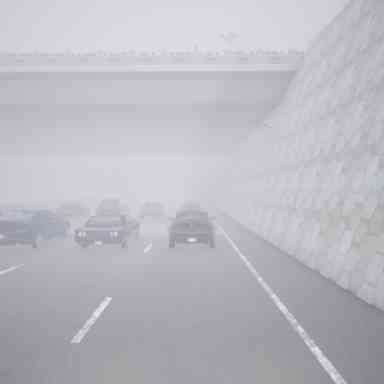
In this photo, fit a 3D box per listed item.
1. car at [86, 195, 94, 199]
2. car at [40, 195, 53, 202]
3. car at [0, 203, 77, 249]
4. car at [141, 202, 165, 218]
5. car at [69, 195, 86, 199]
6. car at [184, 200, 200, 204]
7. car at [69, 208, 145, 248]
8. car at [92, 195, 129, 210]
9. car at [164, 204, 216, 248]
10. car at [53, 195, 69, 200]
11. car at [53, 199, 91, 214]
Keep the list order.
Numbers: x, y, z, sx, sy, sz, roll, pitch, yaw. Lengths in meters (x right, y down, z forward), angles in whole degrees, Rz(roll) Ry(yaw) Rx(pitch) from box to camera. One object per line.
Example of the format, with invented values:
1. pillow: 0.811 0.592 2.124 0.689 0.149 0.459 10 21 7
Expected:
1. car: -20.968 1.451 72.931 1.837 1.490 4.892 0 0 0
2. car: -31.468 1.451 72.942 1.837 1.490 4.892 0 0 0
3. car: -7.000 1.482 14.650 1.882 1.535 5.008 0 0 0
4. car: -3.500 1.561 29.650 2.033 1.411 5.357 0 0 0
5. car: -24.468 1.476 72.934 2.128 1.511 4.902 0 0 0
6. car: 0.000 1.493 29.650 2.128 1.511 4.902 0 0 0
7. car: -3.500 1.613 14.680 1.895 1.301 4.718 0 0 0
8. car: -7.000 1.363 29.620 2.097 1.767 4.553 0 0 0
9. car: 0.000 1.514 14.650 1.837 1.490 4.892 0 0 0
10. car: -27.968 1.475 72.938 1.812 1.442 4.674 0 0 0
11. car: -10.500 1.570 29.650 1.994 1.385 4.181 0 0 0
